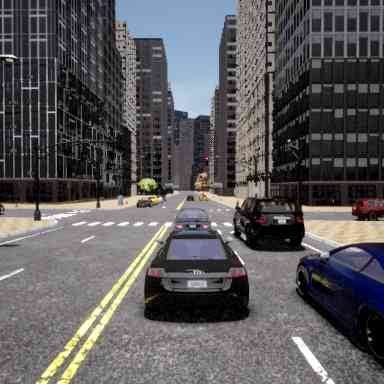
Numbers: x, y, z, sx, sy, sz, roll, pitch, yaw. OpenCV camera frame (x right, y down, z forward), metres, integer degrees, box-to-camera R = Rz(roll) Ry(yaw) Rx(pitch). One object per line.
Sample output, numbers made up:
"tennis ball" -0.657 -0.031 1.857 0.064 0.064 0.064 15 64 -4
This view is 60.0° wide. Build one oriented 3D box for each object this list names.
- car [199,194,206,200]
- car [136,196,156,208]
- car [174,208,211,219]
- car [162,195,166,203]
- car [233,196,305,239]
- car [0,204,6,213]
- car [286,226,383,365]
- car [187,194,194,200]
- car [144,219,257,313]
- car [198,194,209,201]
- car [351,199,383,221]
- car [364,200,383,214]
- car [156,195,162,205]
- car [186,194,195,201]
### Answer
"car" 2.832 1.239 89.058 1.837 1.490 4.892 0 0 0
"car" -6.816 1.528 48.167 1.994 1.385 4.181 0 0 0
"car" 0.020 1.537 16.994 2.033 1.411 5.357 0 0 0
"car" -6.842 1.467 66.544 1.812 1.442 4.674 0 0 0
"car" 3.304 1.213 15.224 2.150 2.045 5.566 0 0 -2
"car" -19.948 1.344 30.927 4.892 1.490 1.837 1 1 1
"car" 3.333 1.561 5.803 1.994 1.385 4.181 0 0 -1
"car" -0.420 1.384 89.461 1.882 1.535 5.008 0 0 0
"car" 0.066 1.560 7.772 1.994 1.385 4.181 0 0 -1
"car" 2.882 1.393 78.641 1.882 1.535 5.008 0 0 0
"car" 16.071 1.519 27.913 5.009 1.841 2.192 1 0 1
"car" 21.641 1.642 36.226 4.829 1.417 1.752 1 0 1
"car" -6.850 1.431 57.096 1.882 1.535 5.008 0 0 0
"car" -0.373 1.423 79.402 1.837 1.490 4.892 0 0 0
